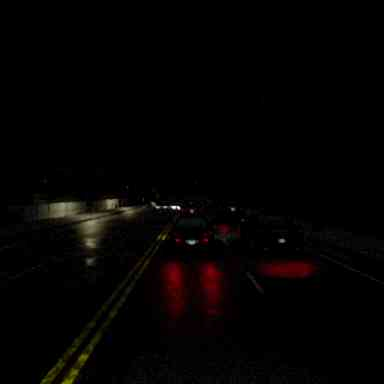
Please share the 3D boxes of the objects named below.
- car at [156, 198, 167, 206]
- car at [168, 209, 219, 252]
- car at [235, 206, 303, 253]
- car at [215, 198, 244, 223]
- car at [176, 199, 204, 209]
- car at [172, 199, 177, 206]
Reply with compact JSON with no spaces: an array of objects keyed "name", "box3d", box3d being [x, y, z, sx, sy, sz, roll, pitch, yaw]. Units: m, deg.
[{"name":"car","box3d":[-6.520,2.066,70.997,2.097,1.767,4.553,0,-1,0]},{"name":"car","box3d":[0.001,1.667,14.379,1.812,1.442,4.674,0,0,0]},{"name":"car","box3d":[3.251,1.620,14.471,1.882,1.535,5.008,0,0,0]},{"name":"car","box3d":[3.242,1.505,29.011,2.150,2.045,5.566,0,0,0]},{"name":"car","box3d":[-0.005,1.639,29.060,2.097,1.767,4.553,0,-1,0]},{"name":"car","box3d":[-3.270,2.235,70.966,2.128,1.511,4.902,0,-1,0]}]
